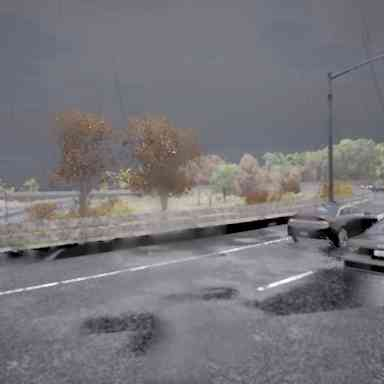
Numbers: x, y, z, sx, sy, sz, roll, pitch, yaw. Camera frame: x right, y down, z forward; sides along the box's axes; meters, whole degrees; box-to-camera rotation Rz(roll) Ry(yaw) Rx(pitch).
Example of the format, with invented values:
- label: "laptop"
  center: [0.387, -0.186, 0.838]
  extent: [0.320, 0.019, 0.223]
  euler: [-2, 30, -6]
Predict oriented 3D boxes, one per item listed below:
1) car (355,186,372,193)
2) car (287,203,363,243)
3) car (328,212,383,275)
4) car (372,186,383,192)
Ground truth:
- label: "car"
  center: [39.843, -0.638, 78.487]
  extent: [1.882, 1.535, 5.008]
  euler: [-1, 1, 5]
- label: "car"
  center: [5.698, 1.183, 13.205]
  extent: [4.902, 1.511, 2.128]
  euler: [-2, 1, -42]
- label: "car"
  center: [5.953, 1.298, 8.752]
  extent: [5.357, 1.411, 2.033]
  euler: [-2, 1, -41]
- label: "car"
  center: [43.315, -0.683, 78.046]
  extent: [1.837, 1.490, 4.892]
  euler: [-1, 1, 5]
